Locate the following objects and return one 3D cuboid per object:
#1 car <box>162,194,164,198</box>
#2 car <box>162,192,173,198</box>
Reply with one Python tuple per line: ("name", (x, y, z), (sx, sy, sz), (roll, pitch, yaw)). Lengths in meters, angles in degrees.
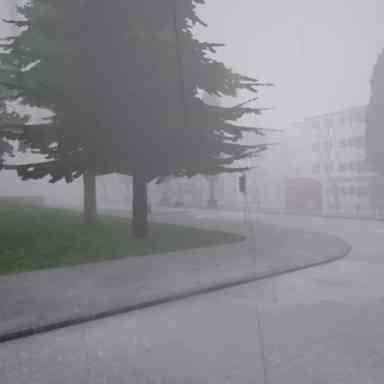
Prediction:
("car", (-4.969, 1.024, 83.403), (4.974, 1.542, 2.038), (-1, 0, -6))
("car", (-6.320, 0.775, 85.875), (1.845, 1.501, 3.633), (-1, 1, -24))
